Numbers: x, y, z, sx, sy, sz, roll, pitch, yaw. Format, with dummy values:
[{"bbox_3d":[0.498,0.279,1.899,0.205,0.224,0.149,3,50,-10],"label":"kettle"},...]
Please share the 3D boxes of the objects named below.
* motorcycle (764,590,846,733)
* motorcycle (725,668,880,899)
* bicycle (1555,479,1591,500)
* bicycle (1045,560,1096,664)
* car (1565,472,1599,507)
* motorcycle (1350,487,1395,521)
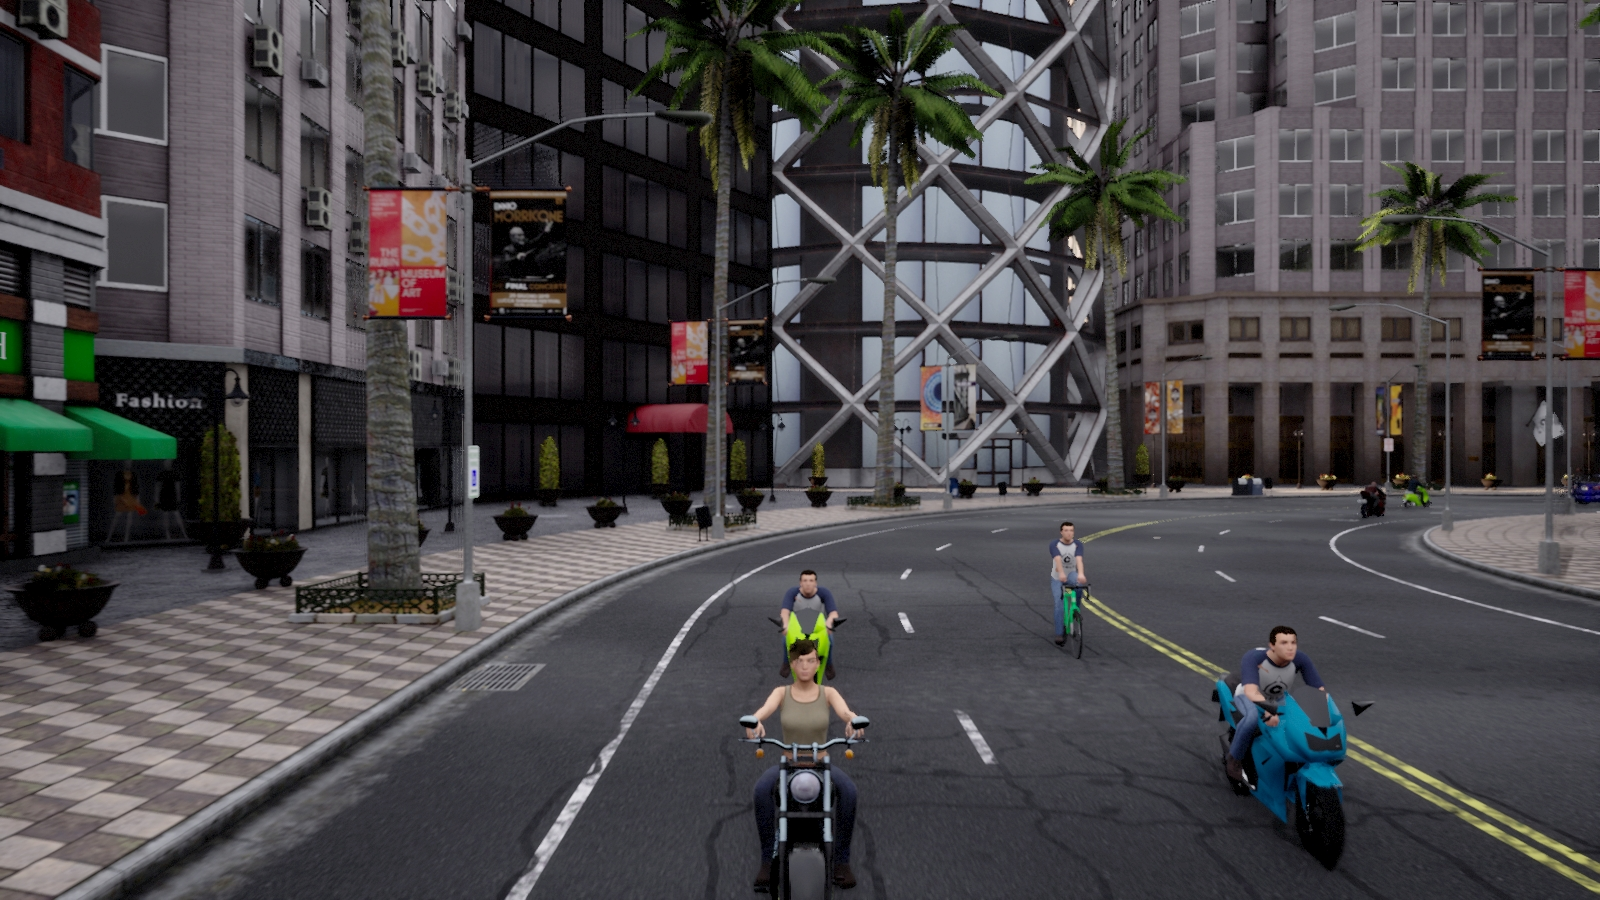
[{"bbox_3d":[0.062,2.211,12.305,0.803,1.145,2.033,0,0,1],"label":"motorcycle"},{"bbox_3d":[0.018,2.169,6.789,0.764,1.277,2.356,0,0,0],"label":"motorcycle"},{"bbox_3d":[43.689,2.206,64.558,1.835,1.171,0.329,0,1,-3],"label":"bicycle"},{"bbox_3d":[3.721,2.205,15.804,0.373,1.196,1.643,0,0,2],"label":"bicycle"},{"bbox_3d":[41.326,1.966,57.211,4.611,1.667,2.242,0,0,-6],"label":"car"},{"bbox_3d":[23.537,2.202,46.933,2.209,1.251,0.867,0,1,-41],"label":"motorcycle"}]
